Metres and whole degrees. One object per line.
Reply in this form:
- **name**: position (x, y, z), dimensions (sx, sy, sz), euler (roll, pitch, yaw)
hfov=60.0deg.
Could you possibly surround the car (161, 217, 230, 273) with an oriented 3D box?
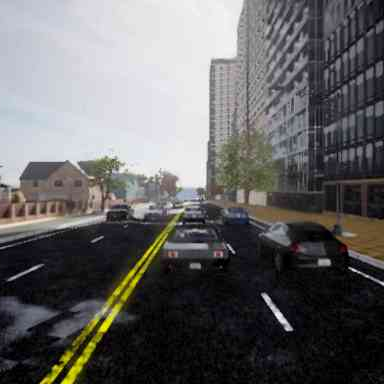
- **car**: position (0.107, 1.722, 11.122), dimensions (1.895, 1.301, 4.718), euler (0, -1, 0)

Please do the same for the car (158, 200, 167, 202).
- **car**: position (-6.370, 2.390, 71.872), dimensions (1.994, 1.385, 4.181), euler (0, -1, 0)

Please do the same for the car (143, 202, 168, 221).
- **car**: position (-3.296, 1.887, 30.780), dimensions (2.033, 1.411, 5.357), euler (0, -1, 0)

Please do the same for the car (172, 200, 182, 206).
- **car**: position (-3.120, 2.392, 71.866), dimensions (1.994, 1.385, 4.181), euler (0, -1, 0)

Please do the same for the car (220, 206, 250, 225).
- **car**: position (3.393, 1.844, 26.796), dimensions (2.033, 1.411, 5.357), euler (0, -1, 0)

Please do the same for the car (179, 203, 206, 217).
- **car**: position (0.142, 1.842, 26.751), dimensions (2.033, 1.411, 5.357), euler (0, -1, 0)

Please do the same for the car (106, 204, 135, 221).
- **car**: position (-6.543, 1.815, 30.771), dimensions (1.882, 1.535, 5.008), euler (0, -1, 0)

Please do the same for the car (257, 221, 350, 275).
- **car**: position (3.357, 1.644, 10.717), dimensions (1.812, 1.442, 4.674), euler (0, -1, 0)
